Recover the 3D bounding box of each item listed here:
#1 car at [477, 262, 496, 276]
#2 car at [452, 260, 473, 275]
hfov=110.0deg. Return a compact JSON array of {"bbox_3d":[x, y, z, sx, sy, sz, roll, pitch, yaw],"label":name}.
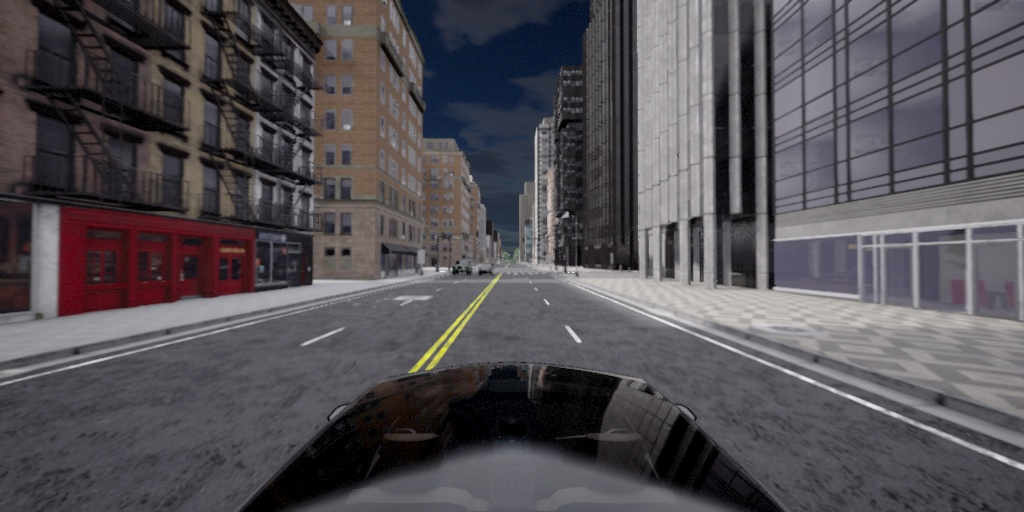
[{"bbox_3d":[-3.280,1.744,45.904,1.837,1.490,4.892,0,-1,1],"label":"car"},{"bbox_3d":[-6.509,1.483,47.580,2.150,2.045,5.566,0,-1,0],"label":"car"}]
